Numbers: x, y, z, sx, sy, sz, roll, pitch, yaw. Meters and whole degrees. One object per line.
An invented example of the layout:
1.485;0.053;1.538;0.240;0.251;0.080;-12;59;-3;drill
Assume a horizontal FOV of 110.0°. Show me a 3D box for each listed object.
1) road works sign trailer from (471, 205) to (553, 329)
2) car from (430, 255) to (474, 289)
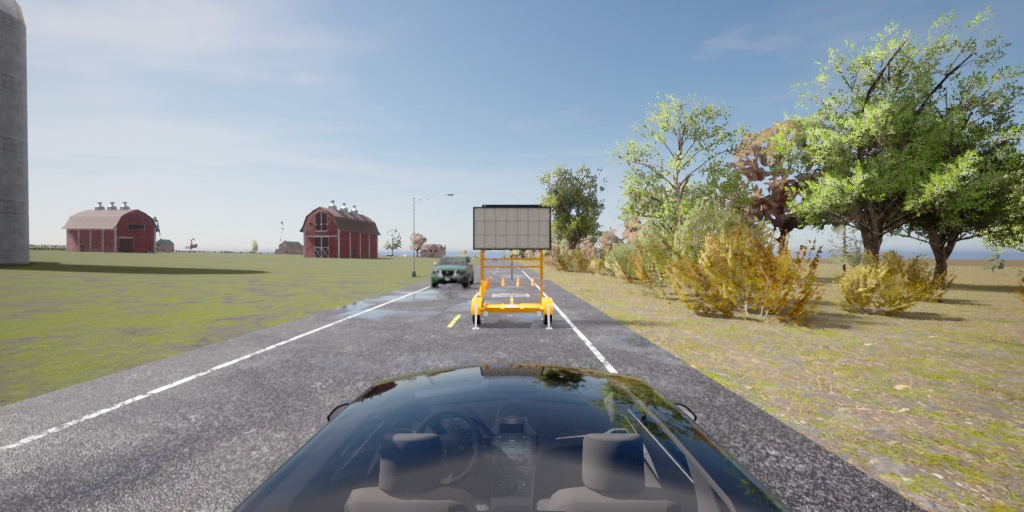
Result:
-0.001;0.212;11.169;2.380;3.560;2.880;0;0;-1;road works sign trailer
-3.693;0.968;23.151;2.150;2.045;5.566;0;0;0;car
